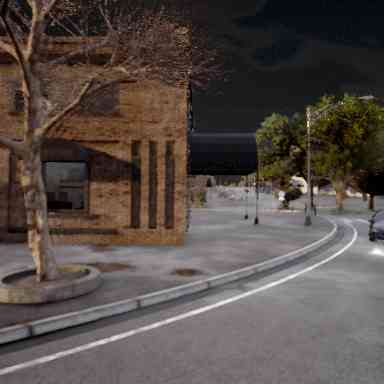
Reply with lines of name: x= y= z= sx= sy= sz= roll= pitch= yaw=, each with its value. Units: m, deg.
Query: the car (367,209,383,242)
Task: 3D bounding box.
car: x=9.656 y=1.562 z=16.092 sx=2.033 sy=1.411 sz=5.357 roll=0 pitch=0 yaw=29

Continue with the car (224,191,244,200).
car: x=12.367 y=1.380 z=94.088 sx=4.674 sy=1.452 sz=2.002 roll=-2 pitch=4 yaw=-21
